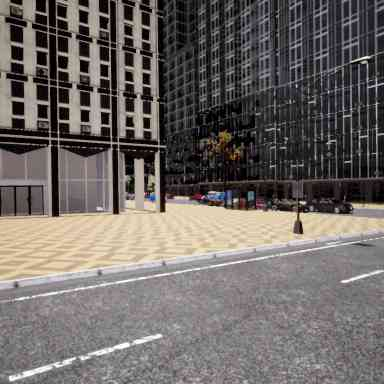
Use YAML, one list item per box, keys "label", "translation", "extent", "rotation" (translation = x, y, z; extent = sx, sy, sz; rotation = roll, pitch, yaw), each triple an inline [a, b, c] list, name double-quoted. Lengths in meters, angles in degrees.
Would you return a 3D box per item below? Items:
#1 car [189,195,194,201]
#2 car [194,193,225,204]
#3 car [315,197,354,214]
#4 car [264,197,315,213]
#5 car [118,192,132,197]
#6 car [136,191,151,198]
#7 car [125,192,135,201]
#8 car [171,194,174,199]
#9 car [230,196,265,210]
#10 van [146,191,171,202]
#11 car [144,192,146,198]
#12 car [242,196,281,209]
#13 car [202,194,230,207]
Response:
- label: "car"
  translation: [1.007, 1.044, 63.091]
  extent: [1.802, 1.307, 4.206]
  rotation: [0, 1, -35]
- label: "car"
  translation: [2.813, 1.262, 50.280]
  extent: [1.895, 1.301, 4.718]
  rotation: [-1, 1, -35]
- label: "car"
  translation: [13.997, 1.345, 34.046]
  extent: [1.837, 1.490, 4.892]
  rotation: [-1, 1, -35]
- label: "car"
  translation: [10.136, 1.424, 34.868]
  extent: [1.947, 1.339, 4.313]
  rotation: [0, 1, -35]
- label: "car"
  translation: [-18.354, 0.689, 91.162]
  extent: [2.008, 1.369, 4.403]
  rotation: [0, 1, -35]
- label: "car"
  translation: [-11.901, 0.686, 81.804]
  extent: [1.967, 1.590, 4.097]
  rotation: [0, 1, -35]
- label: "car"
  translation: [-12.346, 1.040, 67.692]
  extent: [2.008, 1.369, 4.403]
  rotation: [0, 1, -35]
- label: "car"
  translation: [-5.447, 0.936, 72.449]
  extent: [1.802, 1.307, 4.206]
  rotation: [0, 1, -35]
- label: "car"
  translation: [6.923, 1.388, 39.559]
  extent: [1.802, 1.307, 4.206]
  rotation: [0, 1, -35]
- label: "van"
  translation: [-5.891, 0.937, 58.332]
  extent: [1.690, 1.788, 3.998]
  rotation: [0, 1, -35]
- label: "car"
  translation: [-8.674, 0.615, 77.124]
  extent: [2.192, 1.841, 5.009]
  rotation: [0, 1, -35]
- label: "car"
  translation: [8.650, 1.260, 41.801]
  extent: [1.837, 1.490, 4.892]
  rotation: [-1, 1, -34]
- label: "car"
  translation: [3.744, 1.320, 44.270]
  extent: [1.947, 1.339, 4.313]
  rotation: [0, 1, -35]
